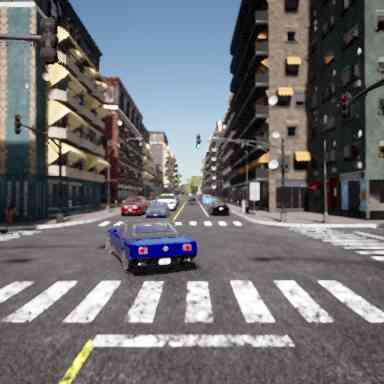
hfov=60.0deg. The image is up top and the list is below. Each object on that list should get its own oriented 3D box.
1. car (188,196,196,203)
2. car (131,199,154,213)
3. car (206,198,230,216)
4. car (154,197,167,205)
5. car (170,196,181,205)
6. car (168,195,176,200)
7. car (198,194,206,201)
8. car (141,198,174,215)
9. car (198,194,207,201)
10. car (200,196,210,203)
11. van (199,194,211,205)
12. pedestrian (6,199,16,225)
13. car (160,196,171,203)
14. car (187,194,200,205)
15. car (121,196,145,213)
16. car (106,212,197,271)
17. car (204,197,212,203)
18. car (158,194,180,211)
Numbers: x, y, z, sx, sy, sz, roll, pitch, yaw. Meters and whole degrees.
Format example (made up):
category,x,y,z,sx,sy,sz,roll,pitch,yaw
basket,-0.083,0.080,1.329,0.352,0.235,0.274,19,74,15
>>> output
category,x,y,z,sx,sy,sz,roll,pitch,yaw
car,0.038,1.601,72.328,1.812,1.442,4.674,0,0,0
car,-5.659,1.584,38.517,1.887,1.381,4.507,1,0,0
car,2.718,1.600,32.902,1.947,1.339,4.313,1,0,0
car,-5.647,1.630,60.802,1.947,1.339,4.313,1,0,0
car,-2.967,1.569,61.227,1.837,1.490,4.892,0,0,0
car,-5.629,1.647,94.228,1.887,1.381,4.507,1,0,0
car,2.754,1.417,94.183,2.192,1.841,5.009,1,0,0
car,-3.086,1.579,30.875,2.033,1.411,5.357,0,0,0
car,2.751,1.410,88.613,2.192,1.841,5.009,1,0,0
car,2.739,1.621,71.899,1.887,1.381,4.507,1,0,0
van,2.736,1.405,60.758,1.690,1.788,3.998,1,0,0
pedestrian,-12.517,1.356,22.875,0.375,1.860,0.375,0,0,0
car,-5.641,1.642,71.943,1.947,1.339,4.313,1,0,0
car,0.033,1.557,61.946,2.128,1.511,4.902,0,0,0
car,-5.658,1.349,32.946,2.192,1.841,5.009,1,0,0
car,-1.564,1.553,10.811,1.895,1.301,4.718,0,0,-22
car,2.721,1.622,38.473,1.802,1.307,4.206,1,0,0
car,-3.056,1.264,40.876,2.150,2.045,5.566,0,0,0
